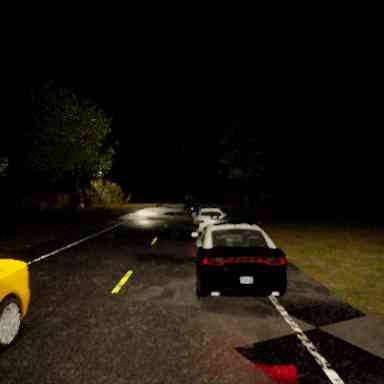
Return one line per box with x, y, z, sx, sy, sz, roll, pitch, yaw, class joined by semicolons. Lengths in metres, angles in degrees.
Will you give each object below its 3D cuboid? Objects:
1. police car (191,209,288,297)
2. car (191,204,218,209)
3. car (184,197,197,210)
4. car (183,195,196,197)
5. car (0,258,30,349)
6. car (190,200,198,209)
1.024;1.475;8.874;1.930;1.638;5.238;0;0;0;police car
0.989;1.629;18.763;1.812;1.442;4.674;0;0;0;car
-0.124;1.773;45.712;2.033;1.411;5.357;0;0;0;car
-0.203;1.515;63.166;2.150;2.045;5.566;0;0;0;car
-3.607;1.498;3.459;1.882;1.535;5.008;0;0;0;car
0.969;1.611;24.763;1.882;1.535;5.008;0;0;0;car
